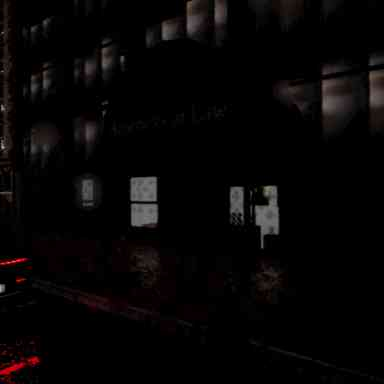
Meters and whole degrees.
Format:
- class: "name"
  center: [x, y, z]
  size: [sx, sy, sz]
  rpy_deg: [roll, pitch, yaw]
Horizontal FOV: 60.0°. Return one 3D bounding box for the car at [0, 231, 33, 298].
- class: "car"
  center: [-5.409, 1.466, 7.293]
  size: [4.892, 1.490, 1.837]
  rpy_deg: [0, 0, 36]
